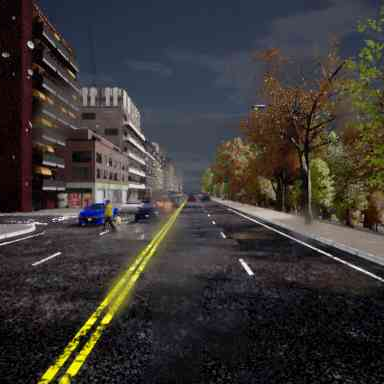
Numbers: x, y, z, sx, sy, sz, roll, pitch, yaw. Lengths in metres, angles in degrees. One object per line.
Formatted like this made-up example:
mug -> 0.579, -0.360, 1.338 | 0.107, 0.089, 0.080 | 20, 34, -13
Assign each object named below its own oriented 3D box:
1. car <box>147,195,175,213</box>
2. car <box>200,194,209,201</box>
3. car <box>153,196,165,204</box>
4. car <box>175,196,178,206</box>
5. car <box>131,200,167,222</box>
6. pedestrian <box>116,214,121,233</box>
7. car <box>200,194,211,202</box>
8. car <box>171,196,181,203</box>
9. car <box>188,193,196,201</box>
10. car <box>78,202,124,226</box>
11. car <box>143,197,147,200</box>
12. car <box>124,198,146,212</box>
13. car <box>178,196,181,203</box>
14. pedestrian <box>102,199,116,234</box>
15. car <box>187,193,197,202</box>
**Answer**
car -> -3.363, 1.378, 36.900 | 2.097, 1.767, 4.553 | 0, 0, 0
car -> 3.236, 1.294, 84.524 | 2.097, 1.767, 4.553 | 0, 0, 0
car -> -6.537, 1.494, 65.699 | 1.882, 1.535, 5.008 | 0, 0, 0
car -> -3.353, 1.571, 45.504 | 1.994, 1.385, 4.181 | 0, 0, 1
car -> -3.367, 1.609, 26.789 | 1.994, 1.385, 4.181 | 0, 0, 0
pedestrian -> -4.053, 1.675, 18.408 | 0.500, 1.100, 0.500 | 0, 0, 0
car -> 3.237, 1.514, 74.138 | 1.837, 1.490, 4.892 | 0, 0, 0
car -> -3.262, 1.520, 69.185 | 1.837, 1.490, 4.892 | 0, 0, 0
car -> -0.015, 1.164, 84.583 | 2.150, 2.045, 5.566 | 0, 0, 0
car -> -6.616, 1.534, 24.040 | 1.882, 1.535, 5.008 | 0, 0, 0
car -> -6.605, 1.515, 49.241 | 1.837, 1.490, 4.892 | 0, 0, 0
car -> -6.601, 1.628, 36.859 | 1.895, 1.301, 4.718 | 0, 1, 0
car -> -3.346, 1.364, 54.811 | 2.097, 1.767, 4.553 | 0, 0, 0
pedestrian -> -4.454, 1.295, 17.807 | 0.375, 1.860, 0.375 | 0, 0, 0
car -> -0.012, 1.491, 74.137 | 1.882, 1.535, 5.008 | 0, 0, 0
